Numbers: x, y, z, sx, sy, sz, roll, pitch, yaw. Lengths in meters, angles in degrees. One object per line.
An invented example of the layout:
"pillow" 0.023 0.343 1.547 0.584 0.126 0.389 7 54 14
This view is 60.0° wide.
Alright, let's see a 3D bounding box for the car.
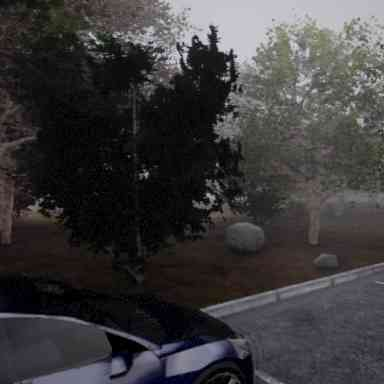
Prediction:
"car" -1.609 1.510 2.888 4.792 1.488 2.163 0 1 -33
